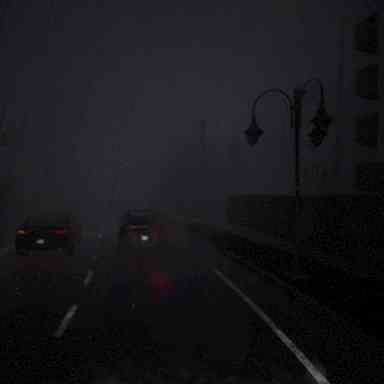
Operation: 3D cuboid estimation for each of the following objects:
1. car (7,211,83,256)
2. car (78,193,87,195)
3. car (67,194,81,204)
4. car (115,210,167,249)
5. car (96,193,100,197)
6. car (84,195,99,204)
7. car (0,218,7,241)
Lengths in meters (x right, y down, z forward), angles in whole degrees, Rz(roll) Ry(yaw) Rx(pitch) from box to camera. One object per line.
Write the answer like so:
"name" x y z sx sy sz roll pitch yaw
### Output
"car" -5.611 1.528 13.543 1.882 1.535 5.008 0 -1 -13
"car" -27.856 1.119 84.124 2.150 2.045 5.566 0 0 -12
"car" -24.634 1.776 69.011 2.033 1.411 5.357 0 0 -12
"car" -2.319 1.529 14.836 2.128 1.511 4.902 0 0 -13
"car" -24.438 1.406 84.882 2.128 1.511 4.902 0 0 -12
"car" -21.210 1.776 69.736 1.994 1.385 4.181 0 0 -12
"car" -9.492 1.615 14.285 2.033 1.411 5.357 0 0 -13
